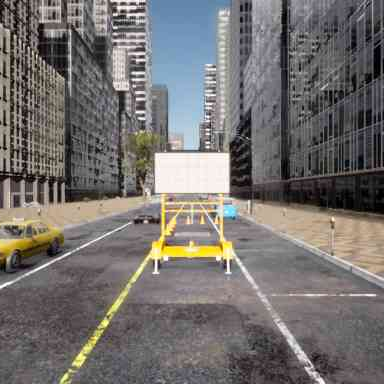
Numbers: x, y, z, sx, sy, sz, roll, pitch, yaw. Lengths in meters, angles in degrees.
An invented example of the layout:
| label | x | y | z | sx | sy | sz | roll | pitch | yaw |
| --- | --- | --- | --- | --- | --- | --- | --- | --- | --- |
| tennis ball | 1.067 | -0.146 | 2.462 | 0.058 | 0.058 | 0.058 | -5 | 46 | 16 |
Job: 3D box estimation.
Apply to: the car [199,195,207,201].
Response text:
| label | x | y | z | sx | sy | sz | roll | pitch | yaw |
| --- | --- | --- | --- | --- | --- | --- | --- | --- | --- |
| car | 2.745 | 1.561 | 84.502 | 1.887 | 1.381 | 4.507 | 0 | 0 | 0 |

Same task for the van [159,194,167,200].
| label | x | y | z | sx | sy | sz | roll | pitch | yaw |
| --- | --- | --- | --- | --- | --- | --- | --- | --- | --- |
| van | -5.655 | 1.350 | 56.169 | 1.690 | 1.788 | 3.998 | 0 | 0 | 0 |

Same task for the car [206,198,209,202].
| label | x | y | z | sx | sy | sz | roll | pitch | yaw |
| --- | --- | --- | --- | --- | --- | --- | --- | --- | --- |
| car | 2.710 | 1.529 | 33.660 | 1.752 | 1.417 | 4.829 | 0 | 0 | 0 |

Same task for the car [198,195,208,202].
| label | x | y | z | sx | sy | sz | roll | pitch | yaw |
| --- | --- | --- | --- | --- | --- | --- | --- | --- | --- |
| car | 2.737 | 1.564 | 73.166 | 2.008 | 1.369 | 4.403 | 0 | 0 | 0 |

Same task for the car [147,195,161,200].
| label | x | y | z | sx | sy | sz | roll | pitch | yaw |
| --- | --- | --- | --- | --- | --- | --- | --- | --- | --- |
| car | -5.663 | 1.531 | 44.663 | 1.752 | 1.417 | 4.829 | 0 | 0 | 0 |

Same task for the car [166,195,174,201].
| label | x | y | z | sx | sy | sz | roll | pitch | yaw |
| --- | --- | --- | --- | --- | --- | --- | --- | --- | --- |
| car | -5.636 | 1.541 | 84.339 | 1.752 | 1.417 | 4.829 | 0 | 0 | 0 |

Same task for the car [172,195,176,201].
| label | x | y | z | sx | sy | sz | roll | pitch | yaw |
| --- | --- | --- | --- | --- | --- | --- | --- | --- | --- |
| car | -5.640 | 1.329 | 78.841 | 2.192 | 1.841 | 5.009 | 0 | 0 | 0 |

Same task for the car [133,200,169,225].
| label | x | y | z | sx | sy | sz | roll | pitch | yaw |
| --- | --- | --- | --- | --- | --- | --- | --- | --- | --- |
| car | -2.985 | 1.549 | 24.173 | 2.033 | 1.411 | 5.357 | 0 | 0 | 0 |

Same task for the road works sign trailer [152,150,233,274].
| label | x | y | z | sx | sy | sz | roll | pitch | yaw |
| --- | --- | --- | --- | --- | --- | --- | --- | --- | --- |
| road works sign trailer | 0.006 | 0.465 | 10.558 | 2.380 | 3.560 | 2.880 | 0 | 0 | 0 |

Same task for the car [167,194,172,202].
| label | x | y | z | sx | sy | sz | roll | pitch | yaw |
| --- | --- | --- | --- | --- | --- | --- | --- | --- | --- |
| car | -5.647 | 1.562 | 67.505 | 2.008 | 1.369 | 4.403 | 0 | 0 | 0 |

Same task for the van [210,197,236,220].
| label | x | y | z | sx | sy | sz | roll | pitch | yaw |
| --- | --- | --- | --- | --- | --- | --- | --- | --- | --- |
| van | 2.706 | 1.344 | 27.822 | 1.690 | 1.788 | 3.998 | 0 | 0 | 0 |

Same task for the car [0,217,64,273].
| label | x | y | z | sx | sy | sz | roll | pitch | yaw |
| --- | --- | --- | --- | --- | --- | --- | --- | --- | --- |
| car | -5.686 | 1.526 | 10.656 | 1.752 | 1.417 | 4.829 | 0 | 0 | 0 |
